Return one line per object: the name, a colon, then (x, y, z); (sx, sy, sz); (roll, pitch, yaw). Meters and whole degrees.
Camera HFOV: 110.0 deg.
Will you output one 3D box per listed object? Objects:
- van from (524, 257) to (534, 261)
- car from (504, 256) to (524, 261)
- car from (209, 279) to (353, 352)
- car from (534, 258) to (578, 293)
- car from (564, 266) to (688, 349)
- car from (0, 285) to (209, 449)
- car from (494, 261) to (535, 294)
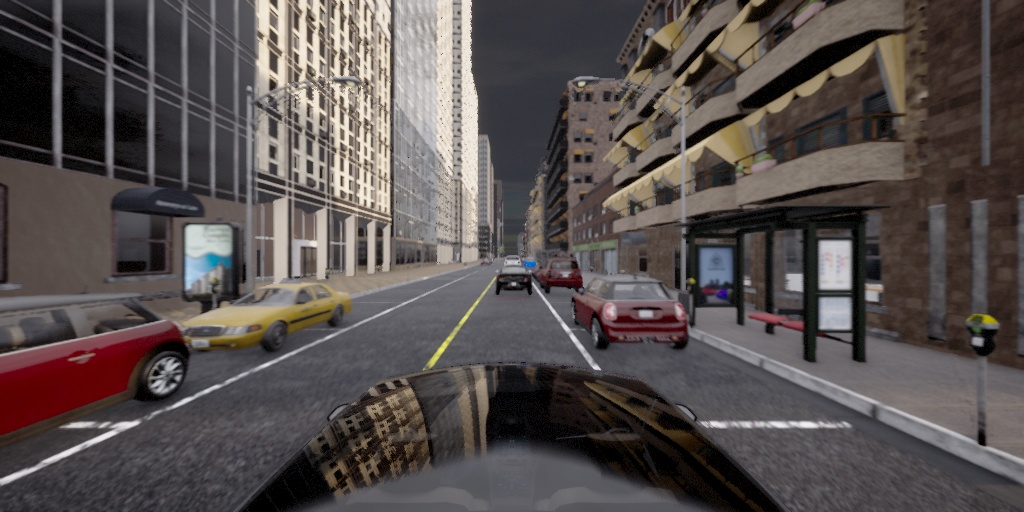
van: (2.677, 1.091, 54.320); (1.690, 1.789, 3.998); (0, 0, 0)
car: (0.089, 0.968, 46.778); (2.150, 2.045, 5.566); (0, 0, 0)
car: (-5.692, 1.274, 8.960); (1.751, 1.417, 4.829); (0, 0, 0)
car: (2.686, 1.061, 20.430); (2.192, 1.841, 5.009); (0, 0, 0)
car: (2.688, 1.188, 9.132); (1.967, 1.591, 4.097); (0, 0, 0)
car: (-5.691, 1.190, 3.482); (1.967, 1.591, 4.097); (0, 0, 0)
car: (0.095, 1.224, 20.240); (1.882, 1.535, 5.008); (0, 0, 0)
